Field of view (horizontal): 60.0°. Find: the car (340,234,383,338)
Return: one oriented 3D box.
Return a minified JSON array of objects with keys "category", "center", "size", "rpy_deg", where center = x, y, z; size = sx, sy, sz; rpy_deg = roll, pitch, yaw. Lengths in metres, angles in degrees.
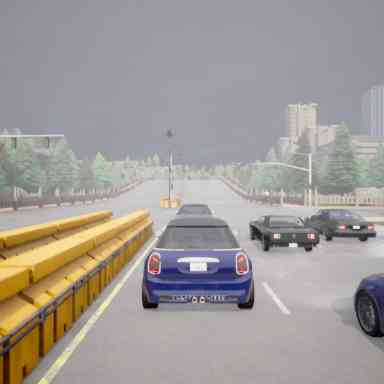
[{"category":"car","center":[3.610,1.526,3.652],"size":[1.812,1.442,4.674],"rpy_deg":[0,0,0]}]

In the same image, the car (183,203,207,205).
[{"category":"car","center":[0.135,1.352,16.968],"size":[2.097,1.767,4.553],"rpy_deg":[0,0,0]}]

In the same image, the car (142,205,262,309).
[{"category":"car","center":[0.117,1.352,8.032],"size":[2.097,1.767,4.553],"rpy_deg":[0,0,0]}]

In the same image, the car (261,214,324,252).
[{"category":"car","center":[3.626,1.601,14.003],"size":[1.895,1.301,4.718],"rpy_deg":[0,0,1]}]

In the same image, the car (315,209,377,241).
[{"category":"car","center":[7.111,1.547,16.577],"size":[2.033,1.411,5.357],"rpy_deg":[0,0,4]}]
